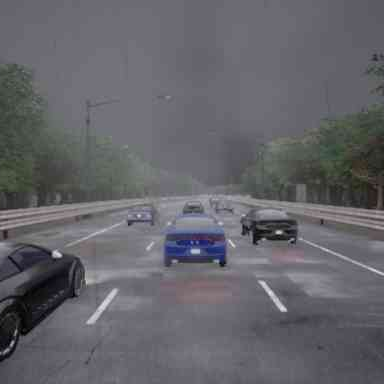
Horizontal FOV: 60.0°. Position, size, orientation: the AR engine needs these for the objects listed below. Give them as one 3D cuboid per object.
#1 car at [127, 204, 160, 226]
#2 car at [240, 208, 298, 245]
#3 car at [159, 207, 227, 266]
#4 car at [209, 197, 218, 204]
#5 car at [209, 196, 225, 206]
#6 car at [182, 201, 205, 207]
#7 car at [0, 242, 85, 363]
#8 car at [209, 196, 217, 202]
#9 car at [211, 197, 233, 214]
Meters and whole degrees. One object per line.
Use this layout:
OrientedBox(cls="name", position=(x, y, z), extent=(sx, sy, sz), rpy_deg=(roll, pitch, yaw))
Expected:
OrientedBox(cls="car", position=(-3.396, 1.599, 23.917), extent=(2.033, 1.411, 5.357), rpy_deg=(0, 0, 0))
OrientedBox(cls="car", position=(3.499, 1.476, 15.840), extent=(1.882, 1.535, 5.008), rpy_deg=(0, 0, 0))
OrientedBox(cls="car", position=(0.100, 1.494, 11.669), extent=(1.882, 1.535, 5.008), rpy_deg=(0, 0, 0))
OrientedBox(cls="car", position=(4.868, 1.880, 75.453), extent=(1.882, 1.535, 5.008), rpy_deg=(0, -1, 3))
OrientedBox(cls="car", position=(4.013, 1.724, 55.632), extent=(1.812, 1.442, 4.674), rpy_deg=(0, 0, 2))
OrientedBox(cls="car", position=(0.135, 1.581, 29.923), extent=(1.837, 1.490, 4.892), rpy_deg=(0, 0, 0))
OrientedBox(cls="car", position=(-3.399, 1.570, 5.866), extent=(1.994, 1.385, 4.181), rpy_deg=(0, 0, 0))
OrientedBox(cls="car", position=(6.103, 1.974, 95.200), extent=(2.097, 1.767, 4.553), rpy_deg=(0, -1, 4))
OrientedBox(cls="car", position=(3.573, 1.630, 37.771), extent=(2.033, 1.411, 5.357), rpy_deg=(0, 0, 1))
